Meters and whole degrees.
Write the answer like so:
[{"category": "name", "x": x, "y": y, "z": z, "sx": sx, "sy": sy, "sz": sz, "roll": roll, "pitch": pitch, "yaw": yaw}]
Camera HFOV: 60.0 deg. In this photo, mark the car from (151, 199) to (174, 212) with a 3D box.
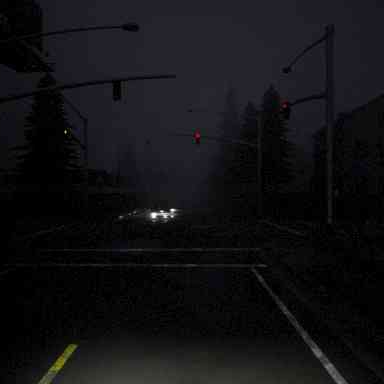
[{"category": "car", "x": -3.468, "y": 1.564, "z": 37.691, "sx": 1.994, "sy": 1.385, "sz": 4.181, "roll": 0, "pitch": 0, "yaw": 0}]
